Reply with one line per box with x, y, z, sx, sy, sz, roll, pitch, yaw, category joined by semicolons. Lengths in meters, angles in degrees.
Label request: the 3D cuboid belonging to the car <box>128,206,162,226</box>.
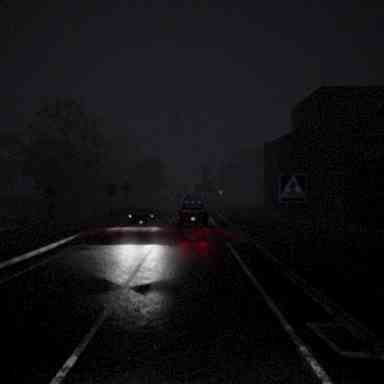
-3.305;1.657;23.861;1.895;1.301;4.718;0;0;1;car

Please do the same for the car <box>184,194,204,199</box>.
0.186;1.255;38.880;2.150;2.045;5.566;0;0;2;car

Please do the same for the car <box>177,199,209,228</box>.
0.070;1.459;21.258;2.128;1.511;4.902;0;-4;0;car
